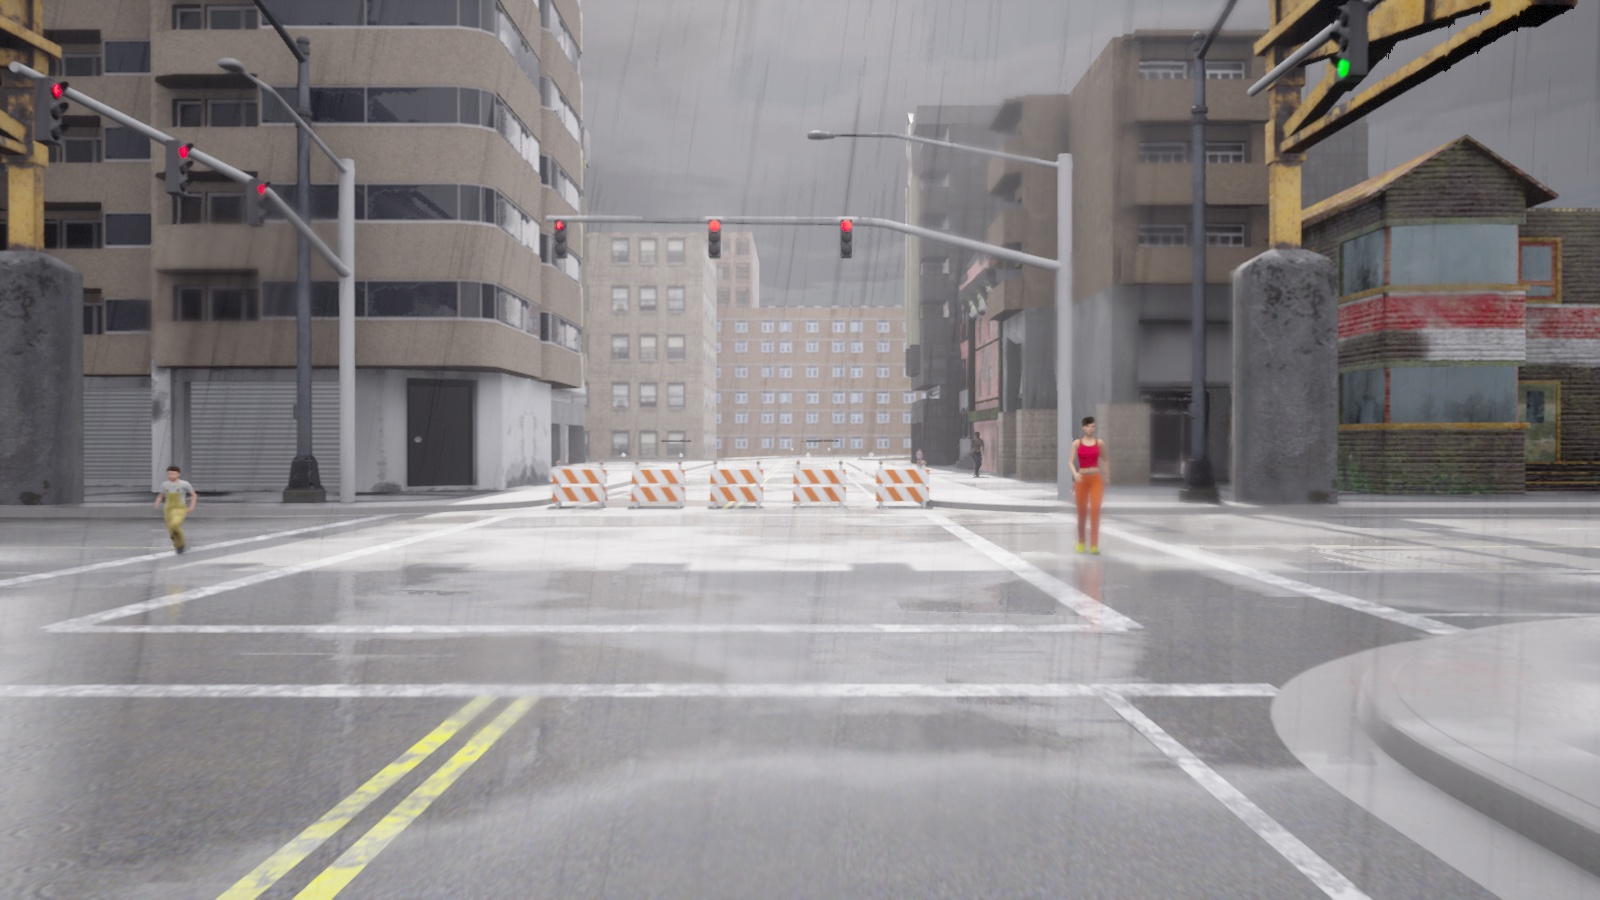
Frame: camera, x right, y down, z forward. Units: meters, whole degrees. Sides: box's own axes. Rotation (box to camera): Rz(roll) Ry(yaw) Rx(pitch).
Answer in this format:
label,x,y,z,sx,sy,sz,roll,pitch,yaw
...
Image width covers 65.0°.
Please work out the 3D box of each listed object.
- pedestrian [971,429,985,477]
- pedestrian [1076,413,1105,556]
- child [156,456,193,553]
label,x,y,z,sx,sy,sz,roll,pitch,yaw
pedestrian,6.849,0.107,48.338,0.328,1.805,0.869,0,0,-7
pedestrian,3.804,0.439,16.464,0.345,1.836,0.594,0,0,11
child,-8.260,0.712,16.577,0.270,1.263,0.437,0,0,0
